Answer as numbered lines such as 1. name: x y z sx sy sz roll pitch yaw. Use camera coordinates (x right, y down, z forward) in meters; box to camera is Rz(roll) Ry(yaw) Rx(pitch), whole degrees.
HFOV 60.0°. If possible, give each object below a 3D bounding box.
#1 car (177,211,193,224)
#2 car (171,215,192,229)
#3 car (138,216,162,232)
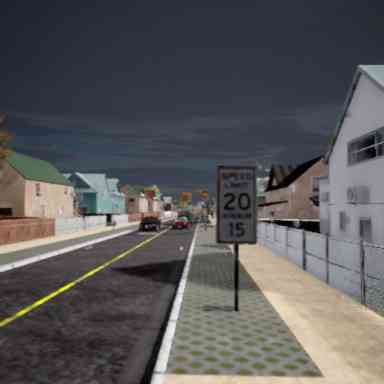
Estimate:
1. car: -1.042 3.867 49.930 2.150 2.045 5.566 0 -3 2
2. car: -1.302 3.682 39.399 1.895 1.301 4.718 0 -3 2
3. car: -4.307 3.295 34.807 1.882 1.535 5.008 0 -3 2
